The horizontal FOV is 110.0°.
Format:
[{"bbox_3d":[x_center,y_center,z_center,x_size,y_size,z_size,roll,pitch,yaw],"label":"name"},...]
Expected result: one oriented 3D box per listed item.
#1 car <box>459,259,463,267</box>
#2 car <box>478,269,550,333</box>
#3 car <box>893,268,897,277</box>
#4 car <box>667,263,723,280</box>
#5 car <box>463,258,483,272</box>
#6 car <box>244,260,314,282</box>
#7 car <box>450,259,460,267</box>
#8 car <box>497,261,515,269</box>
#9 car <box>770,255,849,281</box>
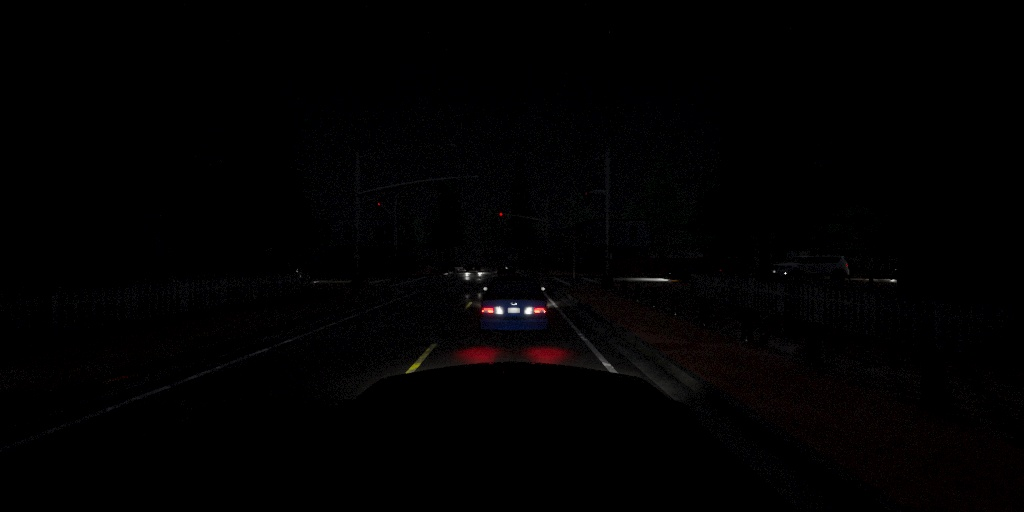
[{"bbox_3d":[-6.316,1.263,54.340,2.033,1.411,5.357,0,0,-14],"label":"car"},{"bbox_3d":[0.062,1.297,10.754,2.033,1.411,5.357,0,0,0],"label":"car"},{"bbox_3d":[34.525,1.087,29.584,4.553,1.767,2.097,0,0,2],"label":"car"},{"bbox_3d":[15.314,1.299,30.171,4.181,1.385,1.994,0,0,2],"label":"car"},{"bbox_3d":[-4.779,1.220,44.682,1.837,1.490,4.892,0,0,-6],"label":"car"},{"bbox_3d":[-17.718,1.087,27.434,4.553,1.767,2.097,0,0,2],"label":"car"},{"bbox_3d":[-9.701,1.263,64.372,2.033,1.411,5.357,0,0,-23],"label":"car"},{"bbox_3d":[-0.672,1.279,40.676,1.994,1.385,4.181,0,0,-2],"label":"car"},{"bbox_3d":[24.679,0.956,29.892,5.566,2.045,2.150,0,0,1],"label":"car"}]
